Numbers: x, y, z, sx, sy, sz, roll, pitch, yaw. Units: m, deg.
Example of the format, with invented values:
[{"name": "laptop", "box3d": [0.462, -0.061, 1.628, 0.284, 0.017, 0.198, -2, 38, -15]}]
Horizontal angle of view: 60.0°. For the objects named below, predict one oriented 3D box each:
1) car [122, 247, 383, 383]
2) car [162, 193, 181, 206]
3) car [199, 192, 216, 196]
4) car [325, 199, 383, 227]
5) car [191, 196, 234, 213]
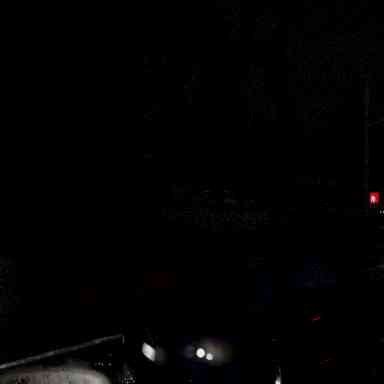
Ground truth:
[{"name": "car", "box3d": [1.154, 1.564, 4.792, 4.181, 1.385, 1.994, 0, 0, -35]}, {"name": "car", "box3d": [-3.647, 1.367, 50.080, 2.097, 1.767, 4.553, 0, 0, -35]}, {"name": "car", "box3d": [4.957, 1.113, 92.288, 1.932, 1.855, 4.605, 0, 0, -37]}, {"name": "car", "box3d": [11.775, 1.367, 23.217, 2.097, 1.767, 4.553, 0, 0, -35]}, {"name": "car", "box3d": [2.407, 1.493, 35.795, 1.882, 1.535, 5.008, 0, 0, -37]}]
